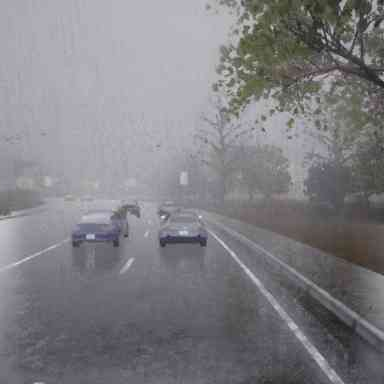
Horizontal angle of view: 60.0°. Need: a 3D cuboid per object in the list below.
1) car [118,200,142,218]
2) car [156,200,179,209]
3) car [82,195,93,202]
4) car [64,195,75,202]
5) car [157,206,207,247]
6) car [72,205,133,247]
[{"bbox_3d":[-5.623,1.486,29.854,1.837,1.490,4.892,0,0,-9],"label":"car"},{"bbox_3d":[-2.168,1.468,30.410,2.128,1.511,4.902,0,0,-9],"label":"car"},{"bbox_3d":[-22.358,1.319,70.831,1.812,1.442,4.674,0,0,-26],"label":"car"},{"bbox_3d":[-25.456,1.271,69.202,1.882,1.535,5.008,0,0,-26],"label":"car"},{"bbox_3d":[-0.460,1.558,15.014,1.994,1.385,4.181,0,0,-4],"label":"car"},{"bbox_3d":[-3.953,1.518,14.786,1.812,1.442,4.674,0,0,-4],"label":"car"}]
